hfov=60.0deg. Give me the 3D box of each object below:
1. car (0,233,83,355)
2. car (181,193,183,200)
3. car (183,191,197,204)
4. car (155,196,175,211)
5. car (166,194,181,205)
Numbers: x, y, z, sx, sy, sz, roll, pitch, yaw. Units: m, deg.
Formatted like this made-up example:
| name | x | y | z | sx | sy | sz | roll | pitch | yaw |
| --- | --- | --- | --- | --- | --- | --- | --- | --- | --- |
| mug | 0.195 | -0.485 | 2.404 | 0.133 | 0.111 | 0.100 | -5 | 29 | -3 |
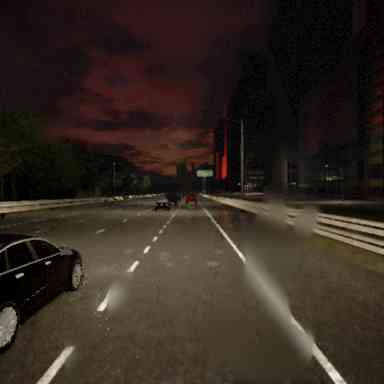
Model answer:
| name | x | y | z | sx | sy | sz | roll | pitch | yaw |
| --- | --- | --- | --- | --- | --- | --- | --- | --- | --- |
| car | -3.501 | 1.507 | 6.037 | 1.837 | 1.490 | 4.892 | 0 | 0 | 0 |
| car | -3.904 | 1.634 | 89.631 | 1.812 | 1.442 | 4.674 | 0 | 0 | -1 |
| car | -0.134 | 1.300 | 68.587 | 2.150 | 2.045 | 5.566 | 0 | 0 | 0 |
| car | -3.587 | 1.582 | 41.701 | 2.033 | 1.411 | 5.357 | 0 | 0 | 0 |
| car | -3.682 | 1.289 | 60.271 | 2.150 | 2.045 | 5.566 | 0 | 0 | 0 |
